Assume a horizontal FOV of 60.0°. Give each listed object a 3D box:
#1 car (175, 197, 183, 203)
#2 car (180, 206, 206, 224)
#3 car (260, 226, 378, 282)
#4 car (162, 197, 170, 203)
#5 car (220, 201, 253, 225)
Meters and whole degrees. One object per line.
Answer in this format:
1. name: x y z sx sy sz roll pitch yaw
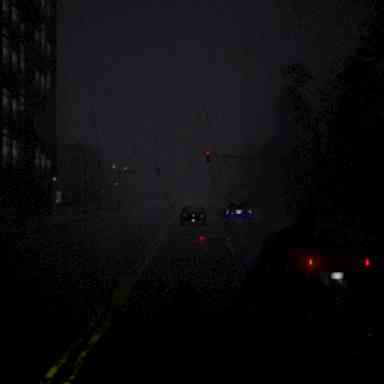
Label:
1. car: -3.381 1.924 86.288 1.882 1.535 5.008 0 0 0
2. car: 0.096 1.732 25.631 1.895 1.301 4.718 0 0 0
3. car: 3.350 1.652 9.873 1.895 1.301 4.718 0 0 0
4. car: -6.632 1.971 86.276 1.812 1.442 4.674 0 0 0
5. car: 3.345 1.484 25.771 2.097 1.767 4.553 0 0 0
